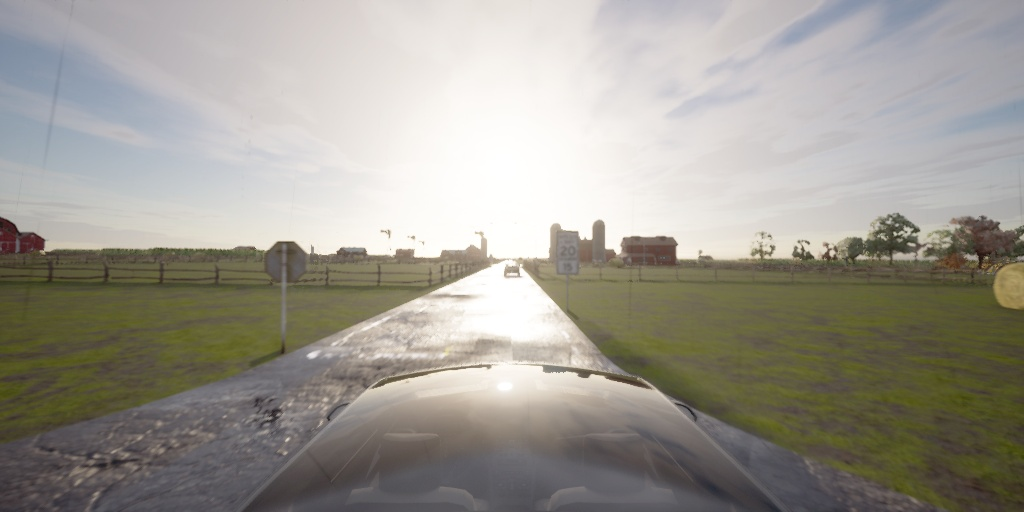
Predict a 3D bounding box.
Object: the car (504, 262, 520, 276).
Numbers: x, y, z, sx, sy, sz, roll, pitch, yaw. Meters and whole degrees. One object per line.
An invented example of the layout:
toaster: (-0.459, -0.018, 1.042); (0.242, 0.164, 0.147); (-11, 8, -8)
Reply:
car: (0.012, 1.464, 41.739); (2.128, 1.511, 4.902); (0, 0, 0)
